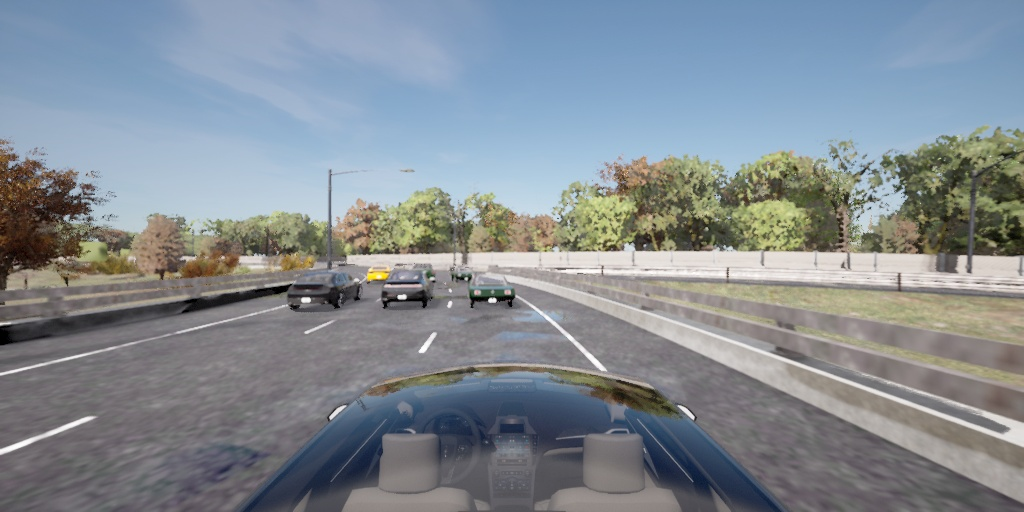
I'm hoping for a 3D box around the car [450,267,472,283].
[{"bbox_3d":[-4.466,1.674,32.341,1.895,1.301,4.718,0,-1,-17],"label":"car"}]

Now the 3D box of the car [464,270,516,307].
[{"bbox_3d":[-1.093,1.505,16.459,1.895,1.301,4.718,0,-1,-8],"label":"car"}]

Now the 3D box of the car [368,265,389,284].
[{"bbox_3d":[-11.518,1.549,31.448,1.882,1.535,5.008,0,0,-17],"label":"car"}]

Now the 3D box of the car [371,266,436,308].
[{"bbox_3d":[-4.609,1.399,16.284,2.128,1.511,4.902,0,0,-8],"label":"car"}]

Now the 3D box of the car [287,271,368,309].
[{"bbox_3d":[-8.082,1.413,15.856,1.837,1.490,4.892,0,0,-8],"label":"car"}]

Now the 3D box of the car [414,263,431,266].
[{"bbox_3d":[-7.901,1.420,31.584,2.097,1.767,4.553,0,-1,-17],"label":"car"}]
